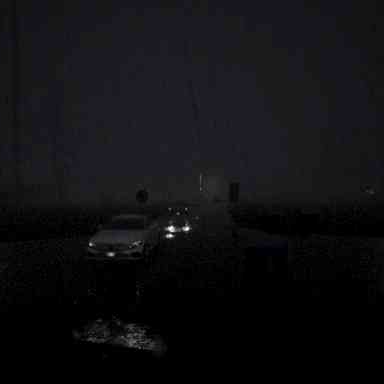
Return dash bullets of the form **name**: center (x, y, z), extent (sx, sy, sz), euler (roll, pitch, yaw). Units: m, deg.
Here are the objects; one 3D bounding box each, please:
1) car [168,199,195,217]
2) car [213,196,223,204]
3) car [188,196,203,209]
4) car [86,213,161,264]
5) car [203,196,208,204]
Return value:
- **car**: center (-1.059, 1.585, 31.362), extent (1.895, 1.301, 4.718), euler (0, 0, 4)
- **car**: center (4.955, 1.500, 64.086), extent (2.033, 1.411, 5.357), euler (0, 0, 6)
- **car**: center (0.073, 1.498, 45.176), extent (1.812, 1.442, 4.674), euler (0, 0, 5)
- **car**: center (-2.249, 1.526, 12.001), extent (1.812, 1.442, 4.674), euler (0, 0, 3)
- **car**: center (1.955, 1.480, 63.058), extent (1.812, 1.442, 4.674), euler (0, 0, 7)
